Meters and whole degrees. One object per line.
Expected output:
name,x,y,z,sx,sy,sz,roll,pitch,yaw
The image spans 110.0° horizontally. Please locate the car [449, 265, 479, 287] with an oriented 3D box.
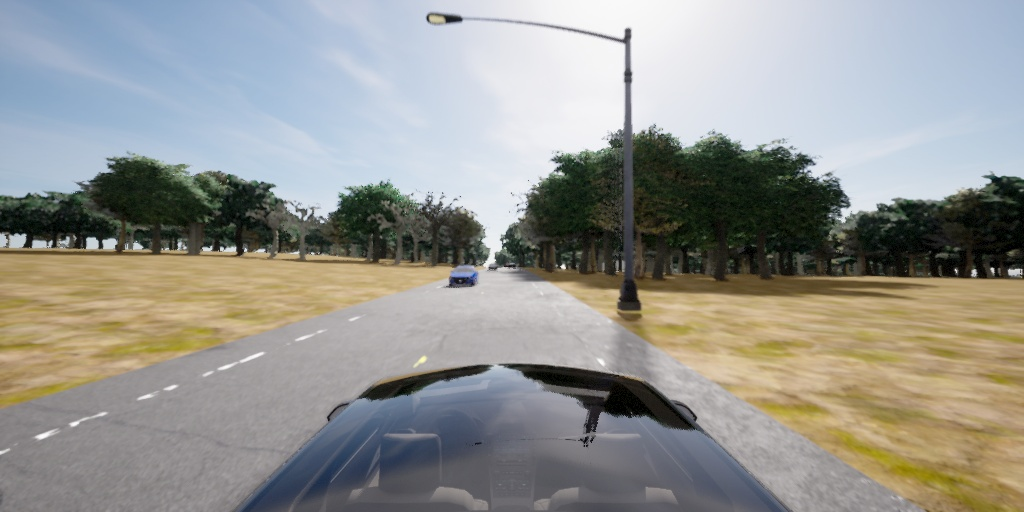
car,-3.604,1.494,27.557,1.882,1.535,5.008,0,-1,0
